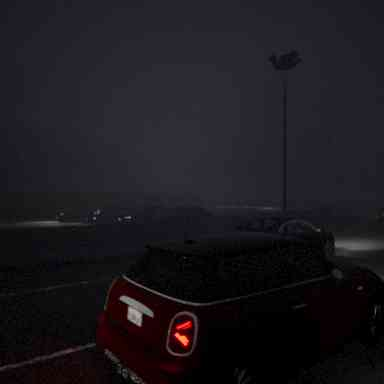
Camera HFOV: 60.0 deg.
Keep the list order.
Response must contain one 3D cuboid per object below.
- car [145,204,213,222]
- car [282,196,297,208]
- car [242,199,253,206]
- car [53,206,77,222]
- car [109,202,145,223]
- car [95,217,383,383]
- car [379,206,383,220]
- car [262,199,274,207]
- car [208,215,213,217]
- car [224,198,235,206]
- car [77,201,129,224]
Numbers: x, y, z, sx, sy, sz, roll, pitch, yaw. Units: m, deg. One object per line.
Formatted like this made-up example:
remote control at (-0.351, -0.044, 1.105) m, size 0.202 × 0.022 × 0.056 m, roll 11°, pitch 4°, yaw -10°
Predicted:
car at (-0.568, 1.673, 22.679) m, size 1.837 × 1.490 × 4.892 m, roll 0°, pitch 0°, yaw 42°
car at (17.149, 1.744, 58.865) m, size 2.150 × 2.045 × 5.566 m, roll 0°, pitch 0°, yaw 10°
car at (10.942, 2.106, 65.423) m, size 1.994 × 1.385 × 4.181 m, roll 0°, pitch 0°, yaw 5°
car at (-9.066, 1.723, 28.795) m, size 2.033 × 1.411 × 5.357 m, roll 0°, pitch -1°, yaw 44°
car at (-3.358, 1.677, 24.810) m, size 1.837 × 1.490 × 4.892 m, roll 0°, pitch 0°, yaw 43°
car at (1.039, 1.394, 4.945) m, size 4.553 × 1.767 × 2.097 m, roll 1°, pitch -1°, yaw -38°
car at (17.649, 1.904, 29.394) m, size 1.895 × 1.301 × 4.718 m, roll 0°, pitch 0°, yaw 31°
car at (14.041, 2.024, 61.885) m, size 2.128 × 1.511 × 4.902 m, roll 0°, pitch 0°, yaw 8°
car at (3.081, 1.591, 11.289) m, size 4.902 × 1.511 × 2.128 m, roll 1°, pitch -1°, yaw -43°
car at (7.476, 2.016, 66.249) m, size 1.837 × 1.490 × 4.892 m, roll 1°, pitch 0°, yaw 4°
car at (-6.370, 1.524, 26.726) m, size 2.097 × 1.767 × 4.553 m, roll 0°, pitch -1°, yaw 43°
